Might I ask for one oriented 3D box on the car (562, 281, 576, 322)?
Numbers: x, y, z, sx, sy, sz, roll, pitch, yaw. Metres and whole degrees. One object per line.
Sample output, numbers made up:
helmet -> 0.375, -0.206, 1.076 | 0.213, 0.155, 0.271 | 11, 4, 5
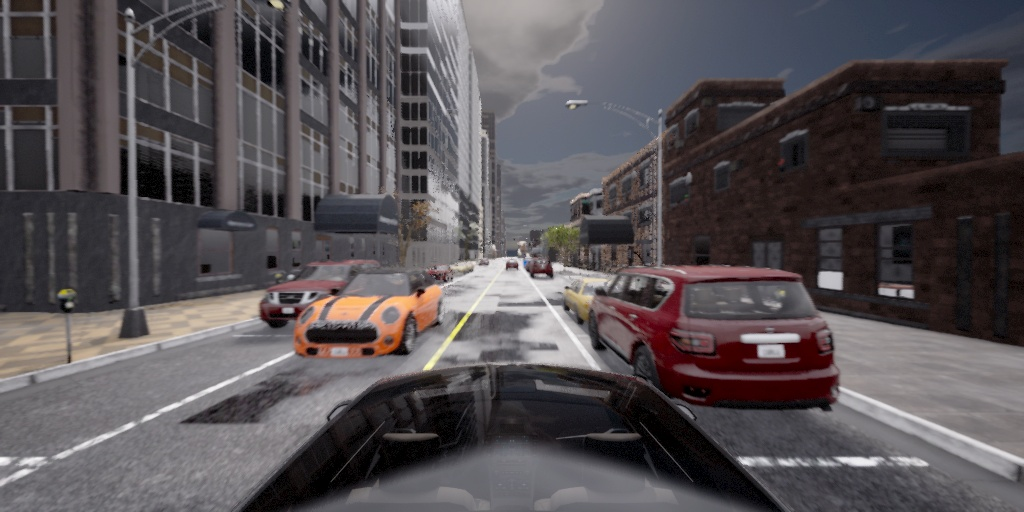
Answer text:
car -> 2.695, 1.275, 11.796 | 1.751, 1.417, 4.829 | 0, 0, 0

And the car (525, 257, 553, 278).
car -> 2.706, 1.064, 33.764 | 2.192, 1.841, 5.009 | 0, 0, 0

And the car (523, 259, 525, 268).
car -> 2.712, 1.315, 44.833 | 1.948, 1.339, 4.313 | 0, 0, 0

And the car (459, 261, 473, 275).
car -> -5.672, 1.275, 39.144 | 1.751, 1.417, 4.829 | 0, 0, 0

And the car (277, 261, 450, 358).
car -> -3.036, 1.102, 8.599 | 2.097, 1.767, 4.553 | 0, 0, 1

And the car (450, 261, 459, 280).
car -> -5.678, 1.295, 28.245 | 1.888, 1.381, 4.507 | 0, 0, 0

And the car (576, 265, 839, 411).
car -> 2.692, 1.065, 6.091 | 2.192, 1.841, 5.009 | 0, 0, 0

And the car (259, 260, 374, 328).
car -> -5.686, 1.065, 11.640 | 2.192, 1.841, 5.009 | 0, 0, 0

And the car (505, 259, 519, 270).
car -> 0.026, 1.227, 51.202 | 1.882, 1.535, 5.008 | 0, 0, 0
